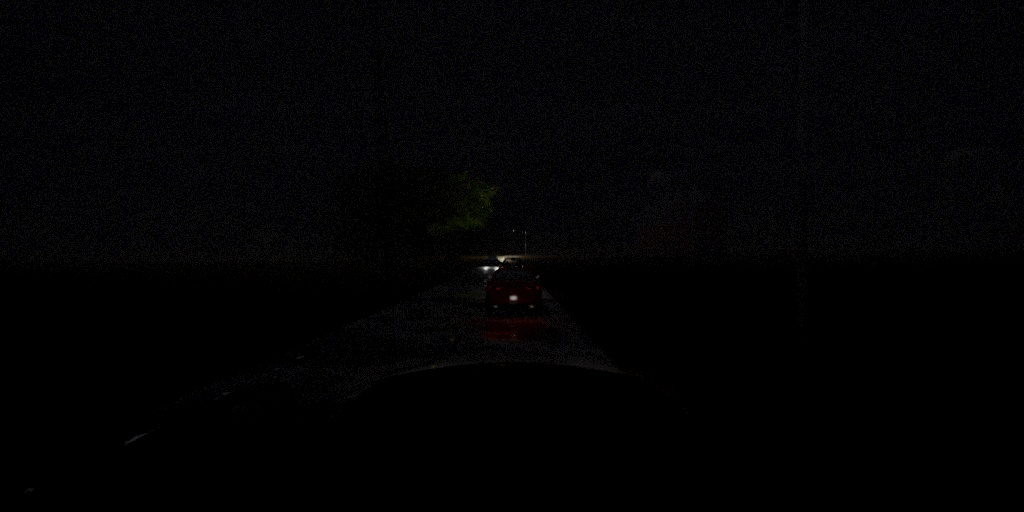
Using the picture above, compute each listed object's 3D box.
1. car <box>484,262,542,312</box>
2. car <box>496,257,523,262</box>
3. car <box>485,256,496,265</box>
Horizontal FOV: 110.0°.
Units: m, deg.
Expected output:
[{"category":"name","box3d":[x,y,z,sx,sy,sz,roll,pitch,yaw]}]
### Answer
[{"category":"car","box3d":[0.073,1.148,13.739,1.882,1.535,5.008,0,0,0]},{"category":"car","box3d":[0.076,0.875,28.562,2.097,1.767,4.553,0,1,0]},{"category":"car","box3d":[-2.815,0.745,50.778,1.812,1.442,4.674,0,1,0]}]
